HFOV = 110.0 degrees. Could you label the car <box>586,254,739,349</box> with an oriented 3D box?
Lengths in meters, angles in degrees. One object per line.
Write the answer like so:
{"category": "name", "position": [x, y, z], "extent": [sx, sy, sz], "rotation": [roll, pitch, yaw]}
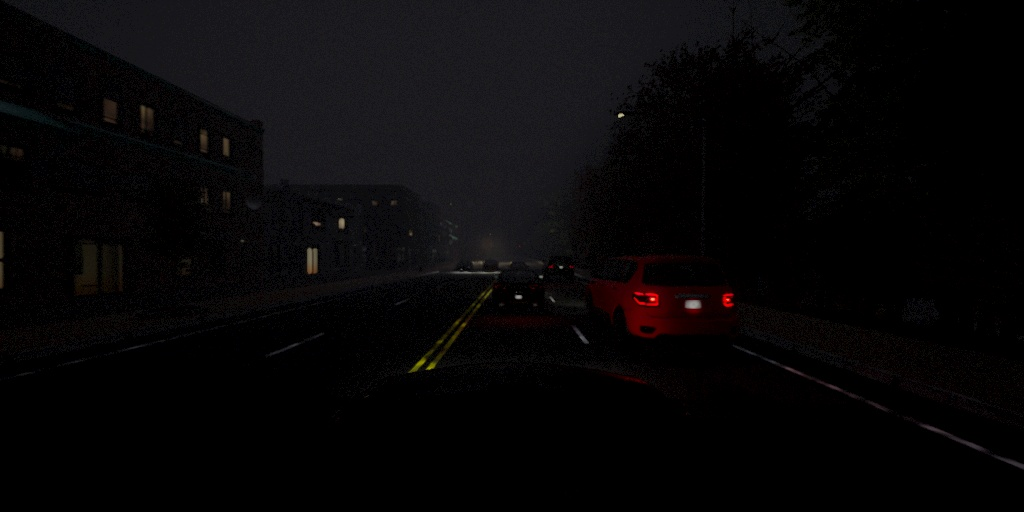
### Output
{"category": "car", "position": [3.414, 0.975, 9.321], "extent": [2.150, 2.045, 5.566], "rotation": [0, 0, 1]}

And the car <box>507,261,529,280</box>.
{"category": "car", "position": [0.549, 1.226, 31.741], "extent": [1.812, 1.442, 4.674], "rotation": [0, 0, 1]}

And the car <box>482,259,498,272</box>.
{"category": "car", "position": [-2.664, 1.141, 45.297], "extent": [1.882, 1.535, 5.008], "rotation": [0, 0, 1]}

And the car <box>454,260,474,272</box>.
{"category": "car", "position": [-5.923, 1.197, 45.038], "extent": [2.033, 1.411, 5.357], "rotation": [0, 0, 1]}

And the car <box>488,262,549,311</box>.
{"category": "car", "position": [0.266, 1.207, 14.494], "extent": [1.882, 1.535, 5.008], "rotation": [0, 0, 1]}

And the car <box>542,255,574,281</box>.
{"category": "car", "position": [3.765, 0.938, 29.727], "extent": [2.150, 2.045, 5.566], "rotation": [0, 0, 1]}
